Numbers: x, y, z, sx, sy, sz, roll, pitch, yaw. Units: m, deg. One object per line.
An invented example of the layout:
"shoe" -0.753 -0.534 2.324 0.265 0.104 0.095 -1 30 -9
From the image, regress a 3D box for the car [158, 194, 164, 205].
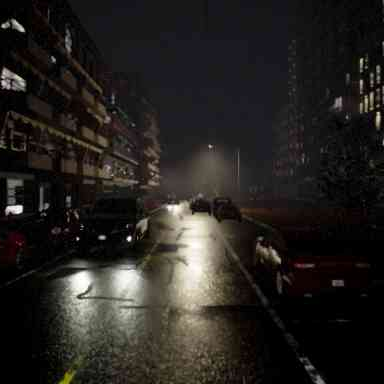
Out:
"car" -5.696 1.502 57.912 1.752 1.417 4.829 0 0 0

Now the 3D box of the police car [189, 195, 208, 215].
"police car" 0.900 1.401 33.556 1.930 1.638 5.238 0 0 0

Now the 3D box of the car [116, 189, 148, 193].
"car" -8.740 0.639 45.911 2.150 2.045 5.566 3 21 46

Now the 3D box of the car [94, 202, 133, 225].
"car" -5.695 1.504 24.752 1.752 1.417 4.829 0 0 0

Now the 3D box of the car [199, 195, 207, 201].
"car" 2.684 1.513 80.357 1.752 1.417 4.829 0 0 0

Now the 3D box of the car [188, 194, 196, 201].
"car" 0.001 1.389 83.092 2.128 1.511 4.902 0 0 0

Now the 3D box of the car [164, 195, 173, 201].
"car" -5.696 1.428 80.187 1.967 1.590 4.097 0 0 0

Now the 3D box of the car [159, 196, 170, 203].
"car" -5.695 1.531 69.135 2.008 1.369 4.403 0 0 0

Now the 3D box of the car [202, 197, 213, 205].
"car" 2.684 1.559 58.082 1.802 1.307 4.206 0 0 0

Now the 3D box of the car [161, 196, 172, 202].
"car" -5.696 1.534 74.662 2.008 1.369 4.403 0 0 0

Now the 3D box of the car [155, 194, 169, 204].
"car" -5.698 1.293 63.608 2.192 1.841 5.009 0 0 0

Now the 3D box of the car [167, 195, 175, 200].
"car" -5.696 1.543 91.241 1.887 1.381 4.507 0 0 0

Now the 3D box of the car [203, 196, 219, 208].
"car" 2.684 1.415 47.028 1.967 1.590 4.097 0 0 0

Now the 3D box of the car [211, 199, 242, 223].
"car" 2.685 1.504 25.092 1.752 1.417 4.829 0 0 0

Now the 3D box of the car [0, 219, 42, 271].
"car" -5.695 1.574 8.343 1.802 1.307 4.206 0 0 0

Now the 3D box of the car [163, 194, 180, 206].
"car" -3.066 1.468 55.324 2.128 1.511 4.902 0 0 0

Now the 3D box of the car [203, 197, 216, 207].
"car" 2.684 1.501 52.725 1.752 1.417 4.829 0 0 0

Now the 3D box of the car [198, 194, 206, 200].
"car" 2.683 1.438 91.241 1.967 1.590 4.097 0 0 0

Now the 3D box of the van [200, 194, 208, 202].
"van" 2.683 1.325 74.662 1.690 1.788 3.998 0 0 0

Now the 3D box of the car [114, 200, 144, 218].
"car" -5.695 1.521 30.448 1.887 1.381 4.507 0 0 0

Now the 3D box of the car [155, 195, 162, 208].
"car" -5.696 1.519 47.029 1.887 1.381 4.507 0 0 0

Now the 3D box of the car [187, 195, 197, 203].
"car" 0.000 1.472 67.944 1.837 1.490 4.892 0 0 0

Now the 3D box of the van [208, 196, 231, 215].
"van" 2.684 1.317 30.448 1.690 1.788 3.998 0 0 0

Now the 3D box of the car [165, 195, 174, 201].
"car" -5.696 1.558 85.715 1.947 1.339 4.313 0 0 0

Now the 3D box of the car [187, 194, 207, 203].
"car" 0.761 1.326 43.459 2.097 1.767 4.553 0 0 3

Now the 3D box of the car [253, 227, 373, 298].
"car" 2.685 1.537 8.342 1.887 1.381 4.507 0 0 0

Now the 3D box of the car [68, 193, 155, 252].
"car" -3.099 1.208 14.244 2.150 2.045 5.566 0 0 0

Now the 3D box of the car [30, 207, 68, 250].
"car" -5.696 1.427 13.869 1.967 1.590 4.097 0 0 0

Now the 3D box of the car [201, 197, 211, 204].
"car" 2.684 1.560 63.608 1.802 1.307 4.206 0 0 0
